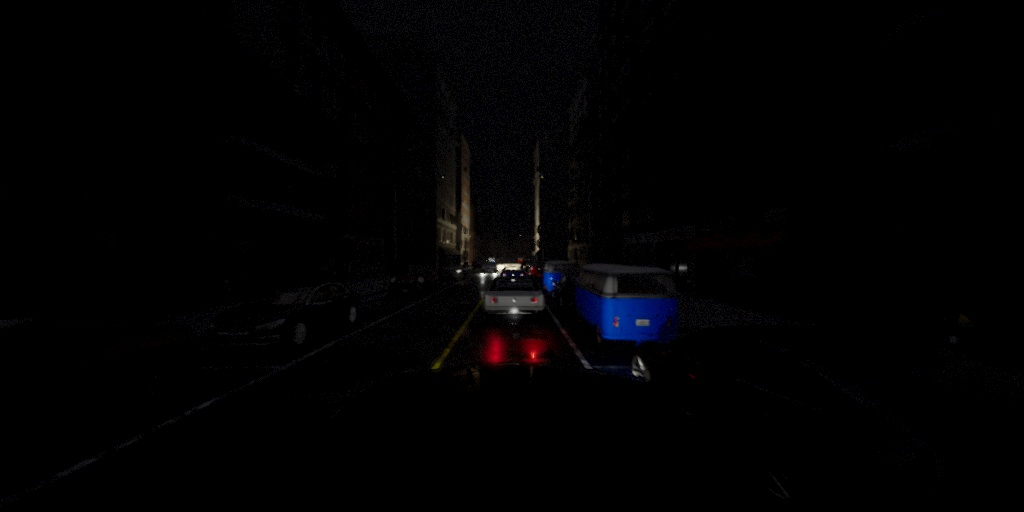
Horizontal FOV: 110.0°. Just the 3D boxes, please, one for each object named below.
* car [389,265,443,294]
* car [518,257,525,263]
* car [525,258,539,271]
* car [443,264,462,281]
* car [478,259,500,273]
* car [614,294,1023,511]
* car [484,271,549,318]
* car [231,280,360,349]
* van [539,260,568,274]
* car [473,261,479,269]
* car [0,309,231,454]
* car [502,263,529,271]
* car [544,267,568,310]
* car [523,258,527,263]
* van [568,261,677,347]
[{"bbox_3d":[-5.386,1.236,20.106,1.967,1.591,4.097,0,0,0],"label":"car"},{"bbox_3d":[2.644,1.241,64.193,2.192,1.841,5.009,0,0,0],"label":"car"},{"bbox_3d":[2.641,1.286,36.638,1.967,1.591,4.097,0,0,0],"label":"car"},{"bbox_3d":[-5.385,1.380,31.127,2.007,1.370,4.403,0,0,0],"label":"car"},{"bbox_3d":[-2.832,1.397,45.278,1.812,1.442,4.674,0,0,0],"label":"car"},{"bbox_3d":[2.638,1.320,3.574,1.948,1.339,4.313,0,0,0],"label":"car"},{"bbox_3d":[0.083,1.378,13.069,1.895,1.301,4.718,0,0,0],"label":"car"},{"bbox_3d":[-5.387,1.318,9.085,2.007,1.370,4.403,0,0,0],"label":"car"},{"bbox_3d":[2.640,1.137,20.105,1.690,1.789,3.998,0,0,0],"label":"van"},{"bbox_3d":[-5.382,1.456,58.683,1.888,1.381,4.507,0,0,0],"label":"car"},{"bbox_3d":[-5.387,1.336,3.574,1.802,1.307,4.207,0,0,0],"label":"car"},{"bbox_3d":[0.084,1.422,28.260,1.895,1.301,4.718,0,0,0],"label":"car"},{"bbox_3d":[2.639,1.332,14.595,2.007,1.370,4.403,0,0,0],"label":"car"},{"bbox_3d":[2.755,1.406,47.710,1.812,1.442,4.674,0,0,0],"label":"car"},{"bbox_3d":[2.638,1.108,9.084,1.690,1.789,3.998,0,0,0],"label":"van"}]
